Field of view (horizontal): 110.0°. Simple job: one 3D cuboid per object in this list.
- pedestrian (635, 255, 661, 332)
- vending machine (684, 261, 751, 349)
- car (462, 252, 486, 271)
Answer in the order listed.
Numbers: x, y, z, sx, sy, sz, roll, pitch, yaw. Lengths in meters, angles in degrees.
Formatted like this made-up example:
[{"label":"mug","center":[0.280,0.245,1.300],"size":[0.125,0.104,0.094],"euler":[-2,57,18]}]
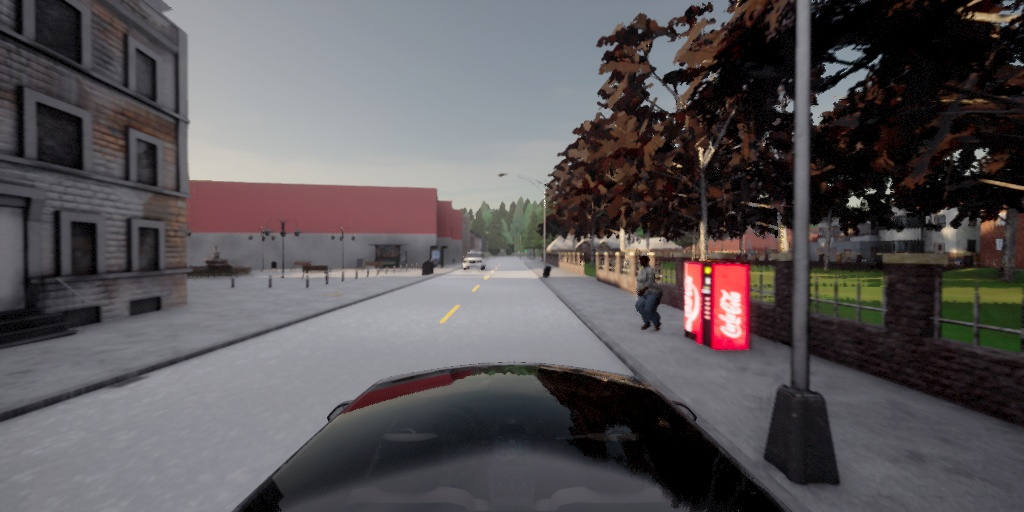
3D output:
[{"label":"pedestrian","center":[3.228,0.860,8.539],"size":[0.375,1.860,0.375],"euler":[0,1,0]},{"label":"vending machine","center":[4.300,1.097,7.616],"size":[1.100,2.100,0.880],"euler":[0,0,0]},{"label":"car","center":[-4.060,0.532,39.415],"size":[2.150,2.045,5.566],"euler":[0,1,0]}]
